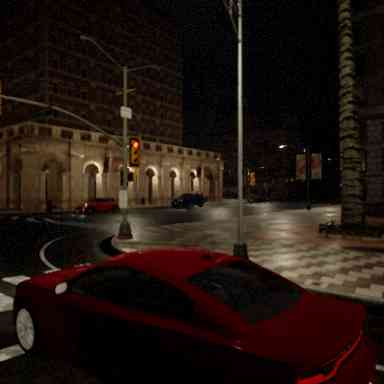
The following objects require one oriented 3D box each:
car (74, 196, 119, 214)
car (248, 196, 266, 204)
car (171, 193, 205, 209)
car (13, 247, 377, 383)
[{"bbox_3d":[-9.903,1.342,34.683,2.097,1.767,4.553,0,0,40],"label":"car"},{"bbox_3d":[12.243,1.482,62.509,2.128,1.511,4.902,0,0,38],"label":"car"},{"bbox_3d":[-0.493,1.212,46.428,2.150,2.045,5.566,0,0,38],"label":"car"},{"bbox_3d":[-0.477,1.477,4.314,5.008,1.535,1.882,0,0,39],"label":"car"}]
